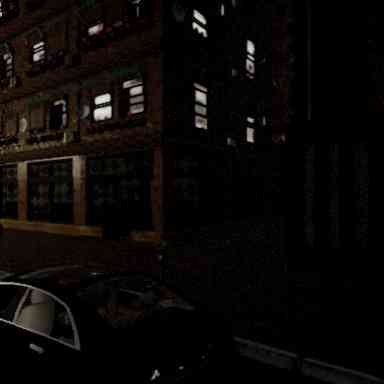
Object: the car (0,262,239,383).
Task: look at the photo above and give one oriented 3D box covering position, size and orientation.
[{"bbox_3d":[-1.588,1.552,4.010,4.403,1.369,2.008,0,0,36],"label":"car"}]
